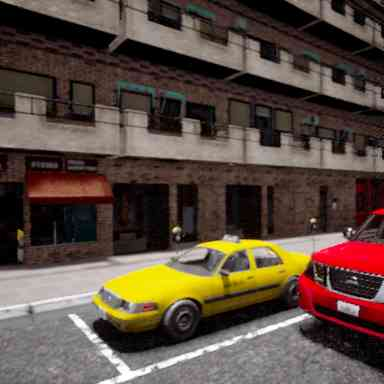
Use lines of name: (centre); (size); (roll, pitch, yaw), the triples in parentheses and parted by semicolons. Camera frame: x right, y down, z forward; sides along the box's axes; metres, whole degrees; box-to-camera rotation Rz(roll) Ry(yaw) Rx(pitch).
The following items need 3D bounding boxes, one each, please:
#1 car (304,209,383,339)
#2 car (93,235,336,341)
car: (4.415, 1.289, 6.220); (5.566, 2.045, 2.150); (1, 0, -35)
car: (0.584, 1.565, 6.526); (4.829, 1.417, 1.752); (1, -1, -35)
